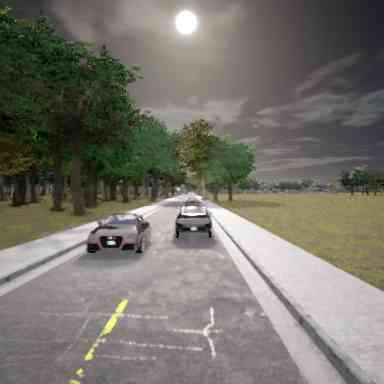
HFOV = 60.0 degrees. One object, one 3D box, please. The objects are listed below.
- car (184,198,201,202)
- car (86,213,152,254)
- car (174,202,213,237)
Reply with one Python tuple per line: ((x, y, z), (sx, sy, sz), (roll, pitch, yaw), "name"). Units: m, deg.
((0.064, 1.507, 41.367), (1.837, 1.490, 4.892), (0, 0, 0), "car")
((-2.777, 1.565, 13.448), (1.994, 1.385, 4.181), (0, 0, 0), "car")
((0.084, 1.492, 17.897), (2.128, 1.511, 4.902), (0, 0, 0), "car")
